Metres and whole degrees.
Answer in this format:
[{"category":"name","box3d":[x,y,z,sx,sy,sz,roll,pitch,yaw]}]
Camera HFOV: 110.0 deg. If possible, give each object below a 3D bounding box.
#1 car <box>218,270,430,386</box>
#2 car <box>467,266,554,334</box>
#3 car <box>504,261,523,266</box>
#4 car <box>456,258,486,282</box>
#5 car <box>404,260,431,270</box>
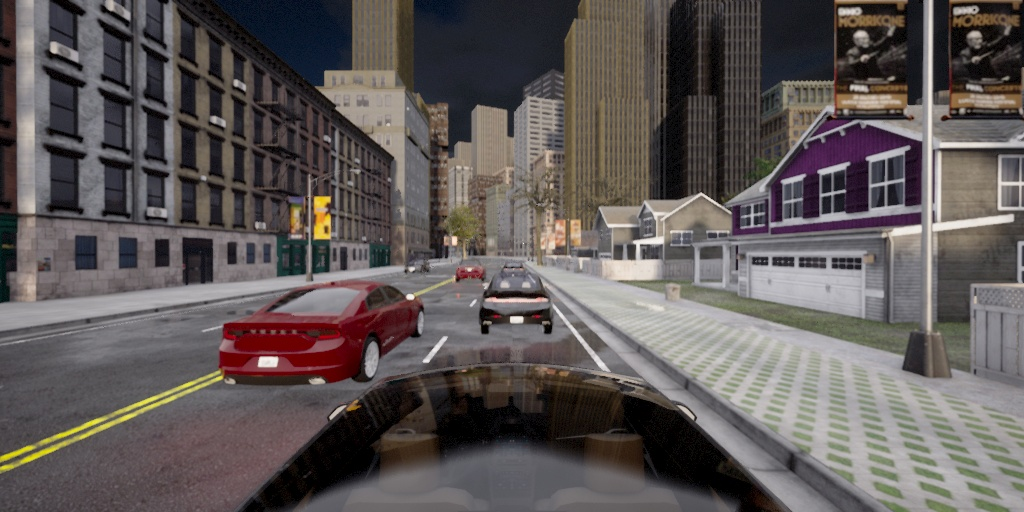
[{"category":"car","box3d":[-3.146,1.213,7.119,1.882,1.535,5.008,0,0,0]},{"category":"car","box3d":[0.109,1.218,10.493,2.128,1.511,4.902,0,0,0]},{"category":"car","box3d":[0.124,1.165,27.913,2.128,1.511,4.902,0,0,0]},{"category":"car","box3d":[-3.115,1.025,27.928,2.097,1.767,4.553,0,0,-2]},{"category":"car","box3d":[-9.809,1.133,37.429,2.128,1.511,4.902,0,0,0]}]
